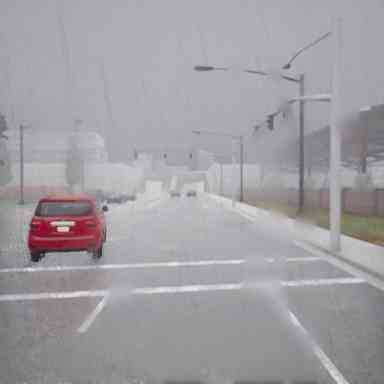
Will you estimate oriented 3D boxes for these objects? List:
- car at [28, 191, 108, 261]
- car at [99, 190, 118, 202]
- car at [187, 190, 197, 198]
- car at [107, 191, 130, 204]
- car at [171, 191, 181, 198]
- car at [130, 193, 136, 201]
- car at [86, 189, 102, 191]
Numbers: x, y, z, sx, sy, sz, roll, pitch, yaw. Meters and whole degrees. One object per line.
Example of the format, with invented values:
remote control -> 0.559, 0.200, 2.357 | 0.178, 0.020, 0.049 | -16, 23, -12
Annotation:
car -> -4.341, 1.129, 12.203 | 2.150, 2.045, 5.566 | 0, 1, -13
car -> -14.053, 0.633, 56.403 | 2.097, 1.767, 4.553 | 0, 1, 0
car -> -0.031, 0.276, 72.114 | 2.097, 1.767, 4.553 | 0, 1, 0
car -> -10.552, 0.901, 46.736 | 1.882, 1.535, 5.008 | 0, 1, 0
car -> -3.530, 0.448, 72.145 | 2.128, 1.511, 4.902 | 0, 1, 0
car -> -10.566, 0.851, 55.798 | 1.994, 1.385, 4.181 | 0, 1, 0
car -> -14.043, 0.645, 46.950 | 2.150, 2.045, 5.566 | 0, 1, 0
